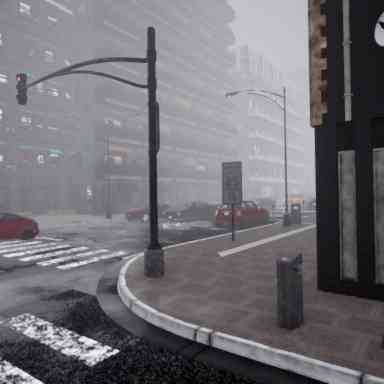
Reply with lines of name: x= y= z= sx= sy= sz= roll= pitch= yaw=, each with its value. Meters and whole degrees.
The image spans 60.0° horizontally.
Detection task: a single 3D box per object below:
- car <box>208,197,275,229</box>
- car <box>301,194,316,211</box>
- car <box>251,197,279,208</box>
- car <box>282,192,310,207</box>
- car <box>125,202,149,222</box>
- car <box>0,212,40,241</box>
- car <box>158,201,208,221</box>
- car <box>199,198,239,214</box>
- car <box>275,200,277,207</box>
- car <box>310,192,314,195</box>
car: x=3.042 y=1.200 z=19.717 sx=1.967 sy=1.590 sz=4.097 roll=-1 pitch=0 yaw=36
car: x=12.951 y=1.195 z=33.521 sx=1.947 sy=1.339 sz=4.313 roll=-1 pitch=0 yaw=36
car: x=9.509 y=1.310 z=43.031 sx=1.947 sy=1.339 sz=4.313 roll=-1 pitch=0 yaw=36
car: x=13.569 y=1.020 z=44.140 sx=2.097 sy=1.767 sz=4.553 roll=-1 pitch=0 yaw=37
car: x=-3.175 y=1.458 z=25.755 sx=1.887 sy=1.381 sz=4.507 roll=-1 pitch=0 yaw=36
car: x=-8.962 y=1.552 z=14.522 sx=4.181 sy=1.385 sz=1.994 roll=-1 pitch=0 yaw=-44
car: x=0.012 y=1.396 z=25.591 sx=2.033 sy=1.411 sz=5.357 roll=-1 pitch=0 yaw=36
car: x=2.843 y=1.383 z=33.870 sx=2.008 sy=1.369 sz=4.403 roll=-1 pitch=0 yaw=36
car: x=7.157 y=1.301 z=35.400 sx=2.033 sy=1.411 sz=5.357 roll=-1 pitch=0 yaw=36
car: x=19.504 y=0.930 z=56.772 sx=2.192 sy=1.841 sz=5.009 roll=-1 pitch=0 yaw=36
